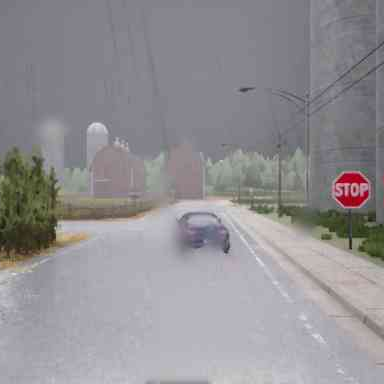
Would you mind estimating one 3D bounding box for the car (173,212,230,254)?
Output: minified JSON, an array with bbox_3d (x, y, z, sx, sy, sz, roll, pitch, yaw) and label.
[{"bbox_3d":[0.277,1.526,13.498,1.812,1.442,4.674,0,0,-7],"label":"car"}]
